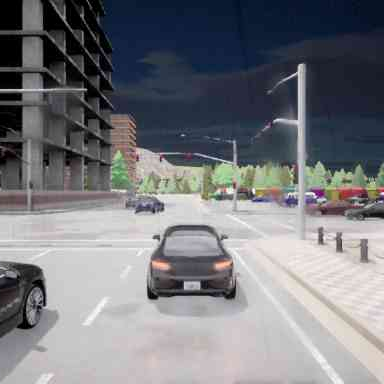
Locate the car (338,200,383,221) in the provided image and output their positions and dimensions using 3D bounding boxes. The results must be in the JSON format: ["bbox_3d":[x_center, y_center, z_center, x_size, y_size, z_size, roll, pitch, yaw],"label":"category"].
[{"bbox_3d":[14.973,1.581,27.333,4.674,1.442,1.812,0,0,-1],"label":"car"}]

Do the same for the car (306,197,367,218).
[{"bbox_3d":[12.981,1.533,30.835,5.008,1.535,1.882,0,0,-1],"label":"car"}]

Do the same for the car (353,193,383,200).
[{"bbox_3d":[35.730,1.209,67.551,4.605,1.855,1.932,0,0,0],"label":"car"}]

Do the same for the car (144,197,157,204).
[{"bbox_3d":[-8.167,1.601,65.857,1.895,1.301,4.718,0,0,0],"label":"car"}]

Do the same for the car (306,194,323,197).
[{"bbox_3d":[20.780,1.451,56.339,3.806,1.475,1.970,0,0,0],"label":"car"}]

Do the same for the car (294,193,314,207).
[{"bbox_3d":[20.765,1.419,59.234,3.905,1.438,1.784,0,0,0],"label":"car"}]

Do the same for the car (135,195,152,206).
[{"bbox_3d":[-8.088,1.352,55.754,2.097,1.767,4.553,0,0,0],"label":"car"}]

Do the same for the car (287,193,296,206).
[{"bbox_3d":[20.700,1.209,61.917,4.605,1.855,1.932,0,0,0],"label":"car"}]

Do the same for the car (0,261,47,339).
[{"bbox_3d":[-3.488,1.492,4.029,2.128,1.511,4.902,0,0,0],"label":"car"}]

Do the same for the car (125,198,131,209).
[{"bbox_3d":[-7.968,1.526,45.675,1.812,1.442,4.674,0,0,0],"label":"car"}]

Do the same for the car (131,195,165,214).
[{"bbox_3d":[-4.431,1.361,35.645,2.097,1.767,4.553,0,0,11],"label":"car"}]

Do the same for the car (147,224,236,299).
[{"bbox_3d":[-0.032,1.526,8.308,1.812,1.442,4.674,0,0,-1],"label":"car"}]
